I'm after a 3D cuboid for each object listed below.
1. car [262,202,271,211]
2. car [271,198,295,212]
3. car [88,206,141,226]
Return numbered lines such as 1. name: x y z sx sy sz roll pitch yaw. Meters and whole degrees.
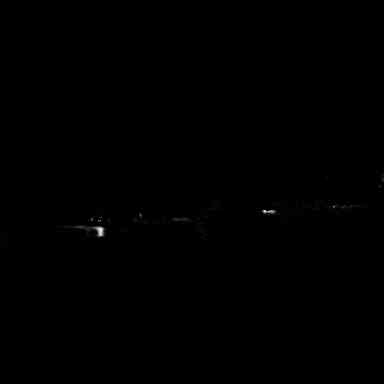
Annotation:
1. car: 13.580 2.361 55.461 2.033 1.411 5.357 -2 -2 36
2. car: 14.522 1.911 50.675 2.150 2.045 5.566 -2 -1 37
3. car: -6.411 1.950 27.961 1.837 1.490 4.892 -2 -2 36
